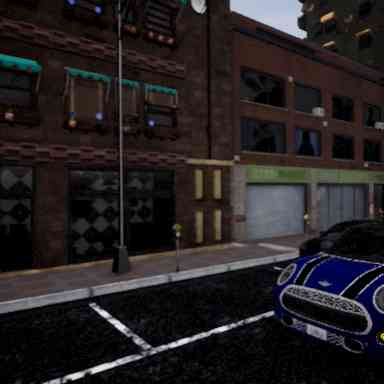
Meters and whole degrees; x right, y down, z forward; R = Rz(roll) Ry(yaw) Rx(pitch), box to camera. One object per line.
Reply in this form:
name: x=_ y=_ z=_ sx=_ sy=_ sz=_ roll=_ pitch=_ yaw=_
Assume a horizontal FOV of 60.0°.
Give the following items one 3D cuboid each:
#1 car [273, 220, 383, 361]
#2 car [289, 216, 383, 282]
car: x=3.551 y=1.350 z=5.939 sx=4.553 sy=1.767 sz=2.097 roll=0 pitch=0 yaw=-36
car: x=5.193 y=1.565 z=10.331 sx=4.313 sy=1.339 sz=1.947 roll=0 pitch=-1 yaw=-36
